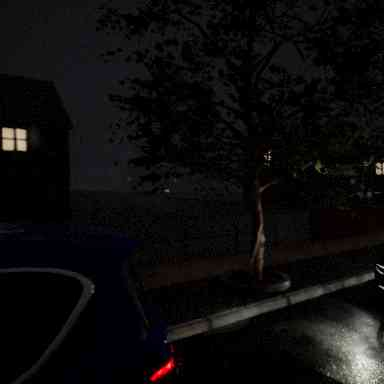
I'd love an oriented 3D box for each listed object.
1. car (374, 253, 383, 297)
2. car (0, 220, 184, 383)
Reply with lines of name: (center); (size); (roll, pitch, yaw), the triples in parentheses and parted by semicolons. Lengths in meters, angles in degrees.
car: (5.973, 1.477, 7.387); (5.008, 1.535, 1.882); (0, 0, -36)
car: (-2.615, 1.228, 1.186); (5.566, 2.045, 2.150); (0, 0, -36)
